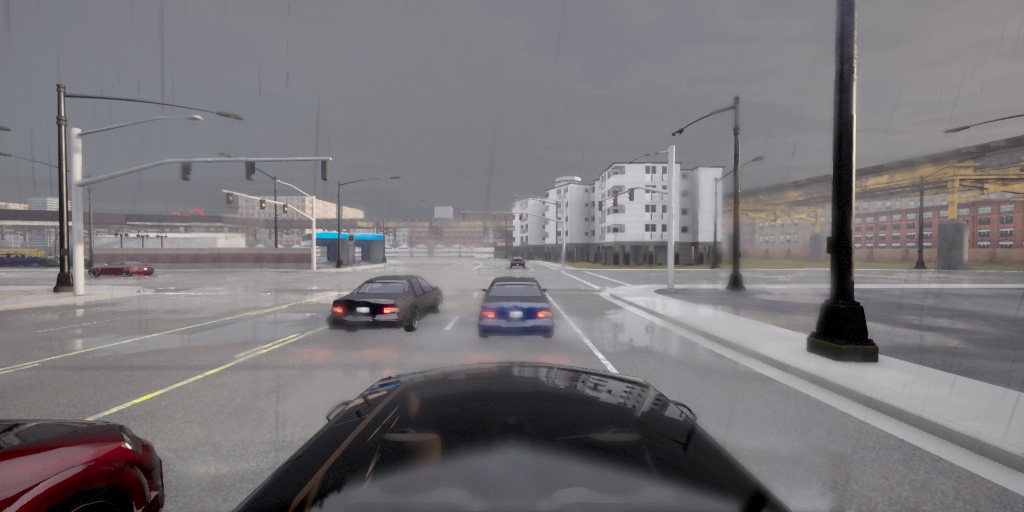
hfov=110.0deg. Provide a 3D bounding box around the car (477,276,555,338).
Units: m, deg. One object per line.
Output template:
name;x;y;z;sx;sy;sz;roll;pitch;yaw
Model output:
car;0.090;1.279;10.114;2.033;1.411;5.357;0;0;0

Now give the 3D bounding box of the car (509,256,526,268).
car;0.707;0.772;46.140;1.837;1.490;4.892;0;1;0

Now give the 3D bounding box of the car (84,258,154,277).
car;-33.705;1.084;30.964;4.181;1.385;1.994;0;1;-1

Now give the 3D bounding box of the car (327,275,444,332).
car;-3.406;1.274;10.716;2.033;1.411;5.357;0;0;0

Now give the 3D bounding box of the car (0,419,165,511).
car;-3.395;1.314;0.719;1.994;1.385;4.181;0;0;0
